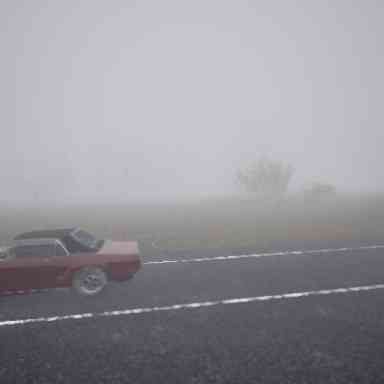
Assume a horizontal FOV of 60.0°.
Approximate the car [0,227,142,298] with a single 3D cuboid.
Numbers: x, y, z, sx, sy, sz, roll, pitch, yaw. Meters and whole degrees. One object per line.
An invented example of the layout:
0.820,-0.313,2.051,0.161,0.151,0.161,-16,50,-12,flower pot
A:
-3.494,1.507,7.228,4.718,1.301,1.895,-2,2,-10,car
